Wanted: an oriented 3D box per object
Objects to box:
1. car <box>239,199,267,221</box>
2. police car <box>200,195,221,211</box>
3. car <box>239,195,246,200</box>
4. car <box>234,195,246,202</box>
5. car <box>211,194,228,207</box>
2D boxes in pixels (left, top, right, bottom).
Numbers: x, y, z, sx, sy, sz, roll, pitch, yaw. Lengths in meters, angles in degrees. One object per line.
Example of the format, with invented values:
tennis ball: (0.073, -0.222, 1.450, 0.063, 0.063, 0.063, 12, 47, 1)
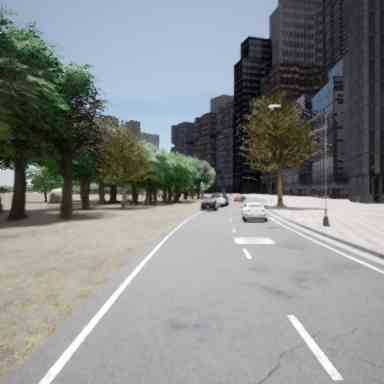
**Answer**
car: (5.044, 1.572, 27.308, 1.812, 1.442, 4.674, 0, 0, 6)
police car: (2.232, 1.496, 41.958, 1.930, 1.638, 5.238, 0, 0, 9)
car: (14.010, 1.555, 92.034, 2.033, 1.411, 5.357, 0, 0, 9)
car: (10.617, 1.596, 75.680, 1.994, 1.385, 4.181, 0, 0, 13)
car: (3.951, 1.309, 51.702, 2.150, 2.045, 5.566, 0, 0, 11)
